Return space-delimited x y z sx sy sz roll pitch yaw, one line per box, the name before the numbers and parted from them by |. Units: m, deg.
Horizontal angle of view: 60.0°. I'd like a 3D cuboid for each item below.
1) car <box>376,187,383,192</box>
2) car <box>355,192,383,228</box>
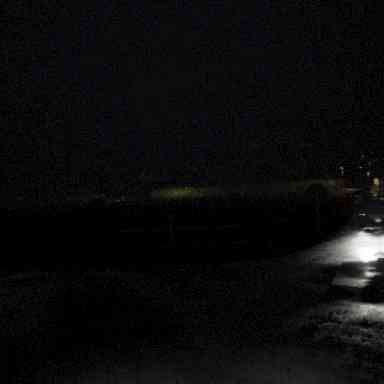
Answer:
car | 24.946 0.060 42.838 2.128 1.511 4.902 -4 0 31
car | 9.757 0.965 17.367 2.128 1.511 4.902 -4 0 31
